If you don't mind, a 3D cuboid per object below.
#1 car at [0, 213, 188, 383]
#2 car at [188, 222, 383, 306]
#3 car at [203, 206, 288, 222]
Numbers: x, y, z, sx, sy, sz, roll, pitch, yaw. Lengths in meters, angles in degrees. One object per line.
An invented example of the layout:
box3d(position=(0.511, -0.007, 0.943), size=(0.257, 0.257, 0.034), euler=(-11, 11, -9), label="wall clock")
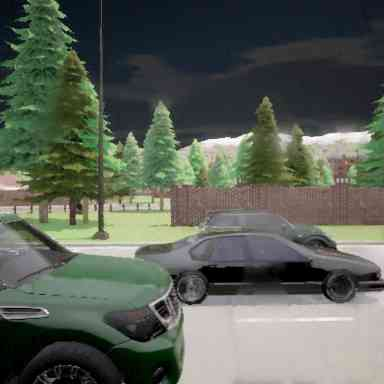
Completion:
box3d(position=(-2.873, 1.221, 3.829), size=(5.566, 2.045, 2.150), euler=(0, 0, -2), label="car")
box3d(position=(1.280, 1.546, 7.476), size=(5.357, 1.411, 2.033), euler=(0, 0, -2), label="car")
box3d(position=(2.305, 1.351, 11.013), size=(4.553, 1.767, 2.097), euler=(0, 0, -2), label="car")
